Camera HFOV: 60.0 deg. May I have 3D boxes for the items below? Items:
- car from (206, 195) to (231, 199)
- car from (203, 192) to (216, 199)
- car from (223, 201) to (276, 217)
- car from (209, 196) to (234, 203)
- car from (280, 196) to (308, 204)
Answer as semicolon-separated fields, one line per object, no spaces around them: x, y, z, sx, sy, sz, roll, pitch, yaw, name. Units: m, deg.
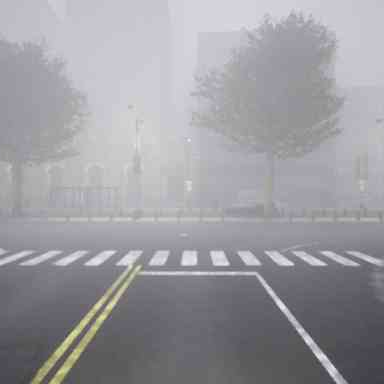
5.082;1.412;52.474;4.786;1.482;2.161;0;0;1;car
5.189;1.028;82.576;5.566;2.045;2.435;0;0;1;car
4.977;1.598;29.754;4.718;1.301;1.895;0;0;1;car
5.699;1.462;64.066;4.718;1.301;1.895;0;0;1;car
17.349;1.310;56.380;4.674;1.452;2.002;0;0;1;car
